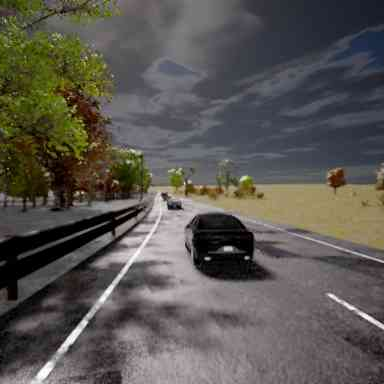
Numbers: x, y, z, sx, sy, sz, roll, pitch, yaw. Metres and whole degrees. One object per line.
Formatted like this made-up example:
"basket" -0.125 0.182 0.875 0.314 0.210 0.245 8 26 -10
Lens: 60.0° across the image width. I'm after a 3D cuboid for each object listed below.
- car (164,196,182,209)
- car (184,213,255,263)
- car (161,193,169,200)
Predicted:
"car" -2.471 1.583 45.444 1.895 1.301 4.718 0 0 -6
"car" 0.802 1.498 12.023 1.882 1.535 5.008 0 0 -6
"car" -5.641 1.500 77.831 1.994 1.385 4.181 0 0 -6
